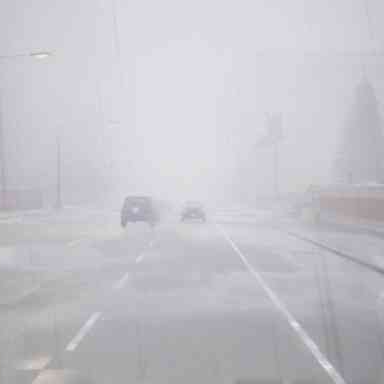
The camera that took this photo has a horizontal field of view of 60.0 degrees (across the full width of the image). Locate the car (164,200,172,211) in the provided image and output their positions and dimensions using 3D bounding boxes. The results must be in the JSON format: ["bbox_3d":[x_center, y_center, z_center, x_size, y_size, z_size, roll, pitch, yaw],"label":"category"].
[{"bbox_3d":[-3.417,1.625,40.259,1.895,1.301,4.718,0,0,0],"label":"car"}]

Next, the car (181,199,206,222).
[{"bbox_3d":[0.094,1.542,26.228,1.812,1.442,4.674,0,0,0],"label":"car"}]

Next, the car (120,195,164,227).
[{"bbox_3d":[-3.443,1.237,23.094,2.150,2.045,5.566,0,0,0],"label":"car"}]
